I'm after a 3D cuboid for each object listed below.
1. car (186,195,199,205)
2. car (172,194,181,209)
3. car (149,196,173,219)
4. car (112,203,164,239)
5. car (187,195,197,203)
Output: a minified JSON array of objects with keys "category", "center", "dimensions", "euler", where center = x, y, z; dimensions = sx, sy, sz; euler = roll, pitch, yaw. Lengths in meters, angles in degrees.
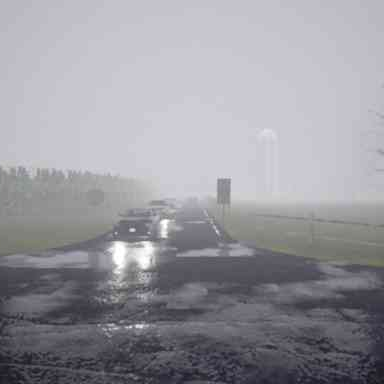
[{"category":"car","center":[0.095,1.303,52.167],"dimensions":[2.033,1.411,5.357],"euler":[0,0,0]},{"category":"car","center":[-2.831,1.353,41.026],"dimensions":[2.033,1.411,5.357],"euler":[0,0,0]},{"category":"car","center":[-2.851,1.389,27.919],"dimensions":[1.812,1.442,4.674],"euler":[0,1,0]},{"category":"car","center":[-2.664,1.481,16.621],"dimensions":[1.994,1.385,4.181],"euler":[0,0,-1]},{"category":"car","center":[-0.011,1.242,62.617],"dimensions":[1.812,1.442,4.674],"euler":[0,0,0]}]
